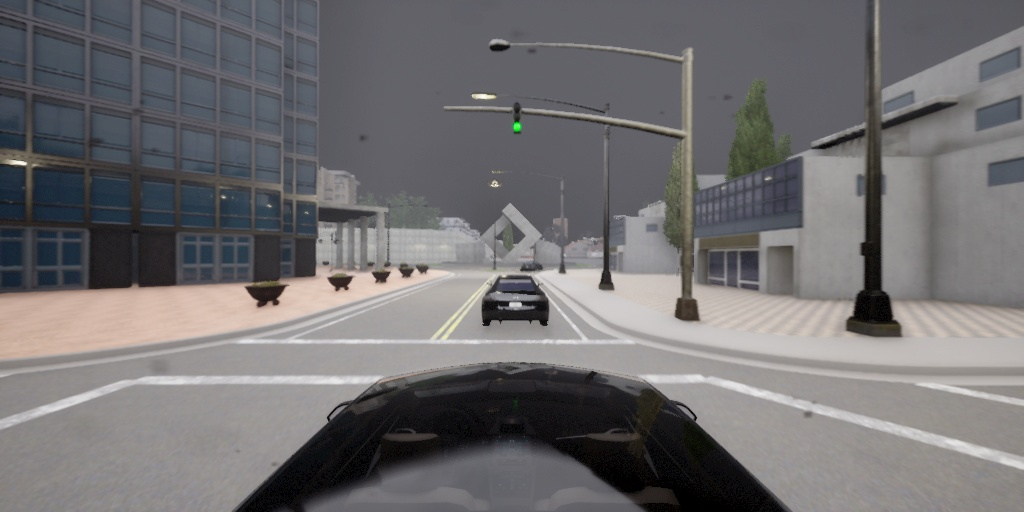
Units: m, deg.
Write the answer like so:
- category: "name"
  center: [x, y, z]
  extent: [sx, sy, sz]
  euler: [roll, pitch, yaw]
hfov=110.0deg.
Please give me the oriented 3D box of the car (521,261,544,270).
- category: "car"
  center: [2.726, 1.331, 47.117]
  extent: [1.994, 1.385, 4.181]
  euler: [0, 0, 24]

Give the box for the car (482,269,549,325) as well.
- category: "car"
  center: [0.096, 1.303, 11.809]
  extent: [1.994, 1.385, 4.181]
  euler: [0, 0, 0]
